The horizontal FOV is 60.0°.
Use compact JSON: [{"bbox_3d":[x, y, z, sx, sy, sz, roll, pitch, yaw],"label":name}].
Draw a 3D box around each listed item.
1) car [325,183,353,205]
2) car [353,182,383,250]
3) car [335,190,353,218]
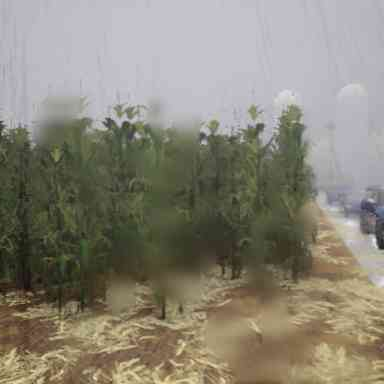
[{"bbox_3d":[14.261,0.159,32.356,2.150,2.045,5.566,0,2,18],"label":"car"},{"bbox_3d":[7.517,0.774,11.980,2.150,2.045,5.566,0,1,18],"label":"car"},{"bbox_3d":[10.719,0.804,21.671,1.812,1.442,4.674,0,2,18],"label":"car"}]
